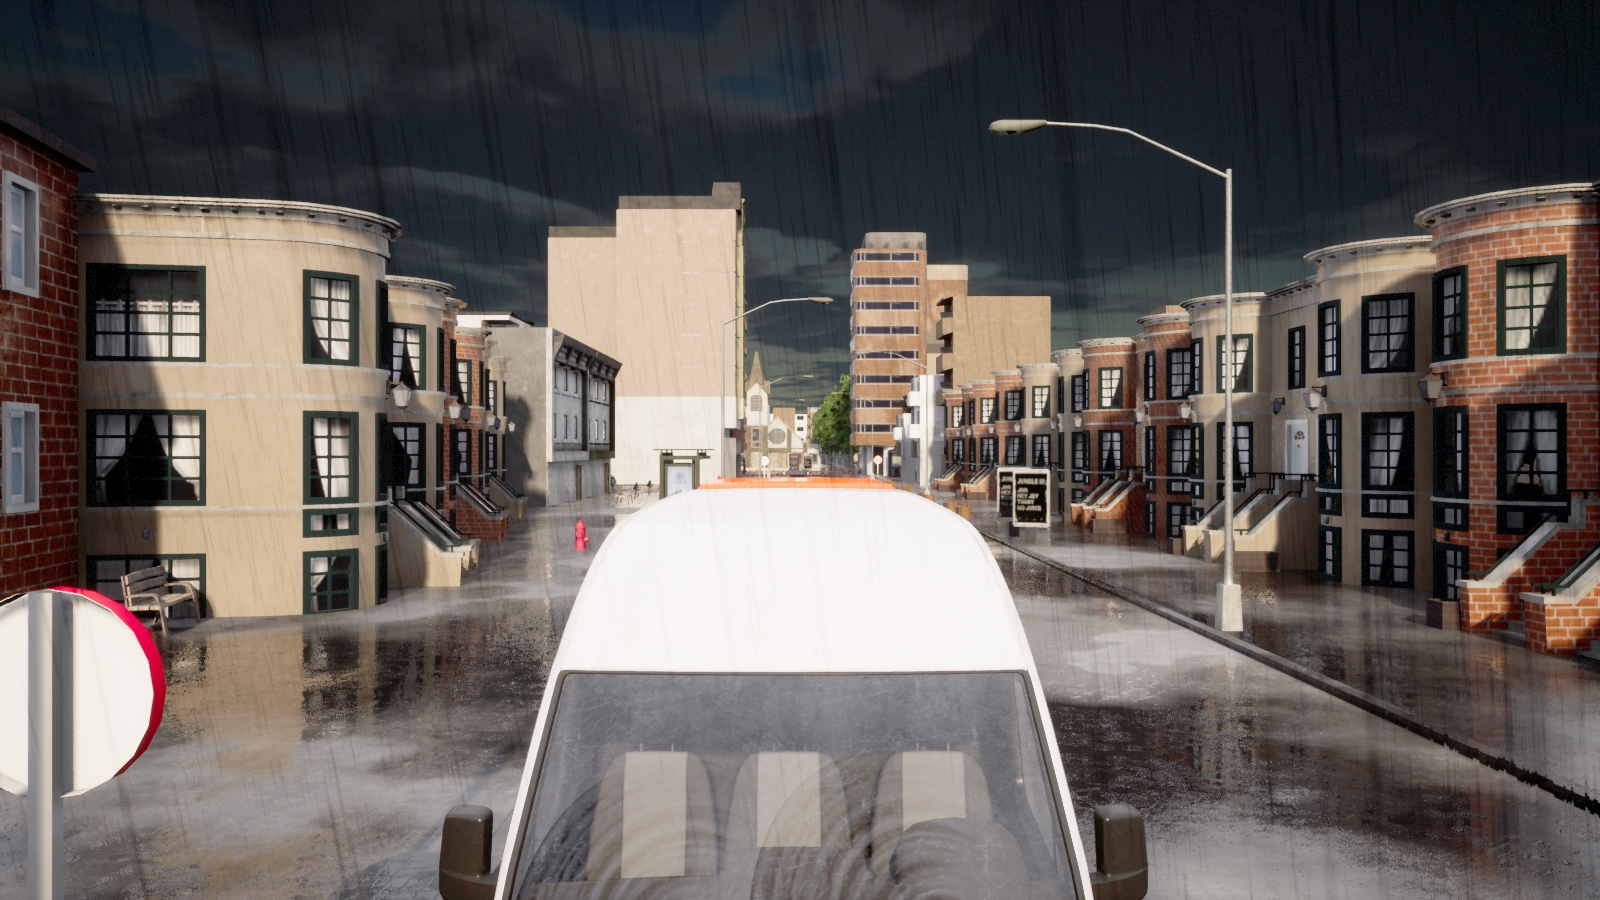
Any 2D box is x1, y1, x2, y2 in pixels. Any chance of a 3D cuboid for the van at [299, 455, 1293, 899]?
[{"bbox_3d":[-0.019,1.314,5.243,1.988,2.561,5.915,0,0,0],"label":"van"}]
